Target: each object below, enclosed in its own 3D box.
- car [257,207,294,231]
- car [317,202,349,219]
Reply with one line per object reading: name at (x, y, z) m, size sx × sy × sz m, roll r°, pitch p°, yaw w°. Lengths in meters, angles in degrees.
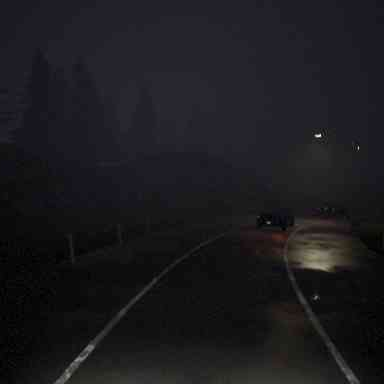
car at (5.702, 1.728, 22.455) m, size 1.812 × 1.442 × 4.674 m, roll 2°, pitch 0°, yaw 25°
car at (15.605, 1.904, 36.729) m, size 2.097 × 1.767 × 4.553 m, roll 4°, pitch 1°, yaw 43°
